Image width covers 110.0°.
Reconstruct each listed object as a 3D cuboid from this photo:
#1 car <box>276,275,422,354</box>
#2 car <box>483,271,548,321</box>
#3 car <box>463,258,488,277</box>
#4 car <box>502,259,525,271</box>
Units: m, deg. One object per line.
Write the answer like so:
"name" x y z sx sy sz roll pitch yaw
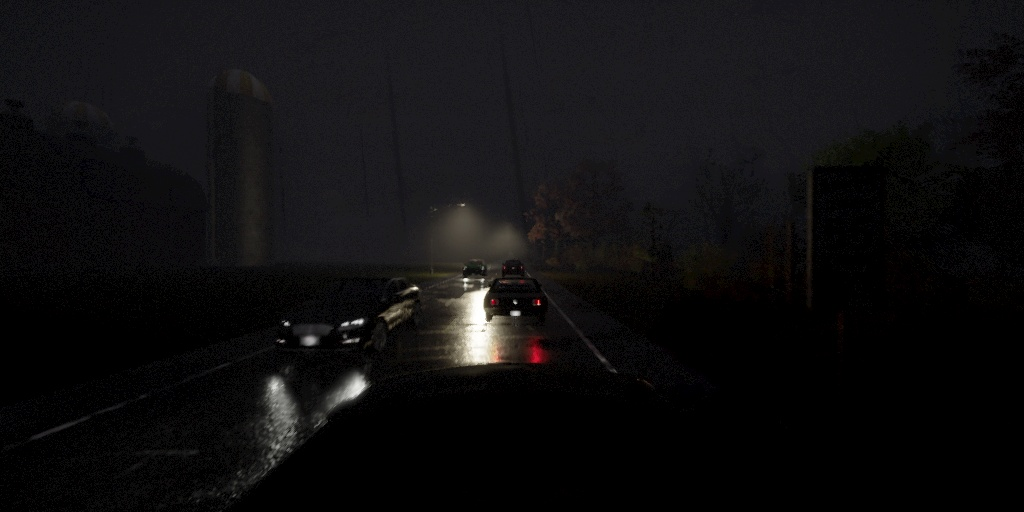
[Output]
"car" -3.595 1.244 8.821 2.128 1.511 4.902 0 0 0
"car" 0.104 1.354 12.461 1.895 1.301 4.718 0 0 0
"car" -3.521 1.107 34.987 2.097 1.767 4.553 0 0 0
"car" 0.115 1.108 34.266 2.097 1.767 4.553 0 0 0
